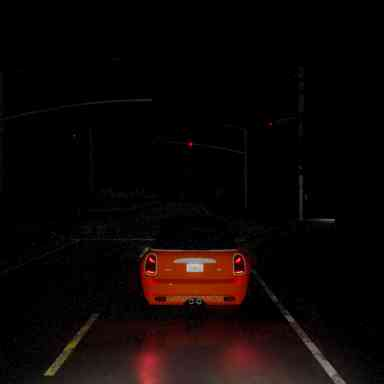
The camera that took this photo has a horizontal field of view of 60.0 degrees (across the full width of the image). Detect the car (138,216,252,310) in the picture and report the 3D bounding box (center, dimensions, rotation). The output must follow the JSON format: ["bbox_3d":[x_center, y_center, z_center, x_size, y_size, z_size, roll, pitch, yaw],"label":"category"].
[{"bbox_3d":[0.058,1.352,7.974,2.097,1.767,4.553,0,0,0],"label":"car"}]
